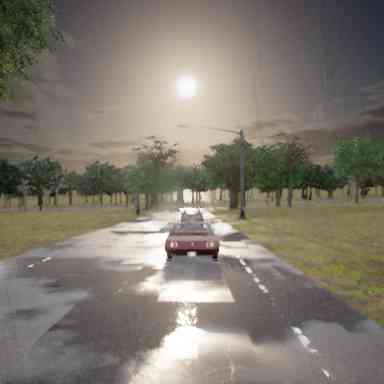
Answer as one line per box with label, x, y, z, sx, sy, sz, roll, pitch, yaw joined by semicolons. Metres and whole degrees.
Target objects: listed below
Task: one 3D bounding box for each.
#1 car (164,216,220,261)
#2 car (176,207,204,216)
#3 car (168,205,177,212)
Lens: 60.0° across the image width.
car;0.019;1.826;13.278;1.895;1.301;4.718;0;-1;0
car;0.019;2.153;28.608;2.128;1.511;4.902;0;-2;1
car;-3.525;3.352;65.735;1.994;1.385;4.181;0;-2;0
